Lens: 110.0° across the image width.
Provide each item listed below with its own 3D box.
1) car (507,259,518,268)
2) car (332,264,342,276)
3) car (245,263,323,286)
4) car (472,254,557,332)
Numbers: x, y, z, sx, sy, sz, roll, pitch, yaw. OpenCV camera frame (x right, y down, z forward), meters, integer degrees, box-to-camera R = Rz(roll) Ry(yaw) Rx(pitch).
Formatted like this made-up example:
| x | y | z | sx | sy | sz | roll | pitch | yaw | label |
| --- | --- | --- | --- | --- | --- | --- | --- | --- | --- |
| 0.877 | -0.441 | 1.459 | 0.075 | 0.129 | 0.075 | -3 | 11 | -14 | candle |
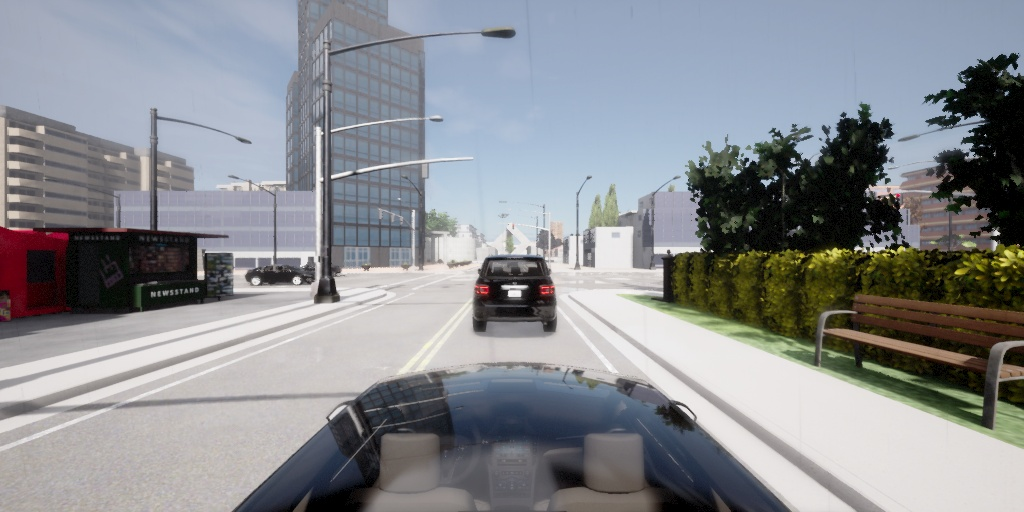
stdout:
| x | y | z | sx | sy | sz | roll | pitch | yaw | label |
| --- | --- | --- | --- | --- | --- | --- | --- | --- | --- |
| 0.152 | 1.255 | 64.213 | 1.837 | 1.490 | 4.892 | 0 | 0 | 0 | car |
| -20.078 | 1.406 | 36.798 | 4.892 | 1.490 | 1.837 | -1 | 0 | 0 | car |
| -16.620 | 1.362 | 26.120 | 4.892 | 1.490 | 1.837 | -1 | 0 | 0 | car |
| 0.082 | 0.971 | 11.013 | 2.150 | 2.045 | 5.566 | 0 | 0 | 0 | car |
